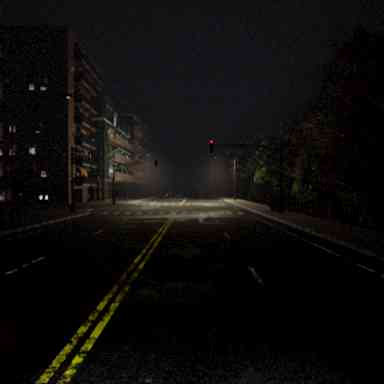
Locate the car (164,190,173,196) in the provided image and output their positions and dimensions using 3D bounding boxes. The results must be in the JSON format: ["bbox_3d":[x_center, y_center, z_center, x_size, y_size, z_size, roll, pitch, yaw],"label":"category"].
[{"bbox_3d":[-6.231,0.363,89.040,1.882,1.535,5.008,0,1,0],"label":"car"}]

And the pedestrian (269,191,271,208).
[{"bbox_3d":[6.999,0.832,29.356,0.375,1.860,0.375,0,1,0],"label":"pedestrian"}]

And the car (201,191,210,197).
[{"bbox_3d":[3.509,0.616,85.565,1.837,1.490,4.892,0,1,0],"label":"car"}]

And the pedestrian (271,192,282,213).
[{"bbox_3d":[7.149,0.845,28.059,0.375,1.860,0.375,0,1,0],"label":"pedestrian"}]

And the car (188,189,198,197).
[{"bbox_3d":[0.259,0.341,85.604,2.150,2.045,5.566,0,1,0],"label":"car"}]

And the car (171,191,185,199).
[{"bbox_3d":[-3.031,0.728,72.595,1.882,1.535,5.008,0,1,0],"label":"car"}]

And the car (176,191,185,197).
[{"bbox_3d":[-2.981,0.410,89.030,2.128,1.511,4.902,0,1,0],"label":"car"}]

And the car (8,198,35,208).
[{"bbox_3d":[-22.659,1.385,43.271,4.206,1.307,1.802,-1,1,-1],"label":"car"}]

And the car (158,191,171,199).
[{"bbox_3d":[-6.282,0.789,72.606,2.033,1.411,5.357,0,1,0],"label":"car"}]

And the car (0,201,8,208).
[{"bbox_3d":[-22.567,1.218,34.618,5.009,1.841,2.192,-1,1,-1],"label":"car"}]

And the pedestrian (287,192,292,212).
[{"bbox_3d":[8.402,0.838,28.751,0.375,1.860,0.375,0,1,0],"label":"pedestrian"}]
